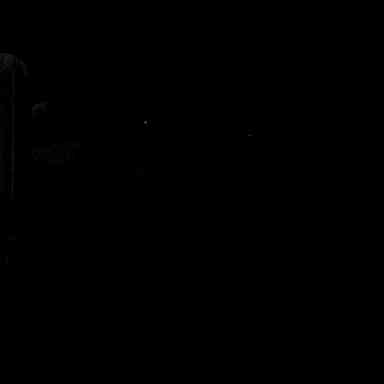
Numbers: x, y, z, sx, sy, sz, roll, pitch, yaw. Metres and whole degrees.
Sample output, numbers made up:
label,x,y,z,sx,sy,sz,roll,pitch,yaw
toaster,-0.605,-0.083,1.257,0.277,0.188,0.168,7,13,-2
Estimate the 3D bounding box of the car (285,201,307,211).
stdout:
label,x,y,z,sx,sy,sz,roll,pitch,yaw
car,15.324,2.049,49.102,2.033,1.411,5.357,1,0,36
